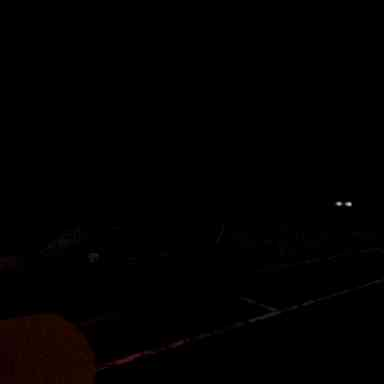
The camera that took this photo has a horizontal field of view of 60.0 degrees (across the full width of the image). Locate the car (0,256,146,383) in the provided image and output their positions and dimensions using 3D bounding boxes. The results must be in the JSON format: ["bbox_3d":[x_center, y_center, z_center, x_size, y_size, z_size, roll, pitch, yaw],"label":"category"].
[{"bbox_3d":[-2.884,1.472,1.326,5.008,1.535,1.882,0,0,-35],"label":"car"}]

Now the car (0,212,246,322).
[{"bbox_3d":[-1.287,1.321,5.728,5.009,1.841,2.192,0,0,-35],"label":"car"}]
